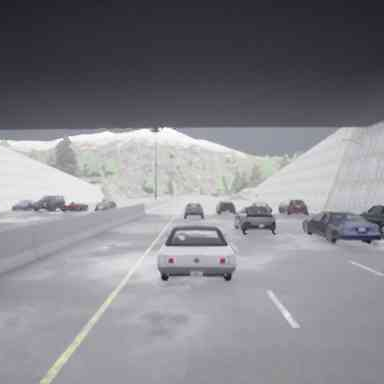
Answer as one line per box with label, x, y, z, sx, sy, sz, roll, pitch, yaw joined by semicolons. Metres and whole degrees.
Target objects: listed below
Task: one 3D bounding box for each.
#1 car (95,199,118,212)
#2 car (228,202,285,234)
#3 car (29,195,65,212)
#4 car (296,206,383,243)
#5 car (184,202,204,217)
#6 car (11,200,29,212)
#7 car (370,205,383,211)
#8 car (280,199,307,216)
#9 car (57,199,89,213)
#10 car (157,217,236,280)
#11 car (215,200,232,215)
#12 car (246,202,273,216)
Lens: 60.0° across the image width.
car;-10.474;1.677;40.898;2.128;1.511;4.902;0;0;0
car;3.644;1.592;19.774;2.128;1.511;4.902;0;0;0
car;-17.464;1.401;41.168;2.150;2.045;5.566;0;-1;0
car;7.135;1.636;16.450;2.033;1.411;5.357;0;0;0
car;0.185;1.702;31.911;2.033;1.411;5.357;0;0;0
car;-20.959;1.703;42.173;1.812;1.442;4.674;0;0;0
car;10.639;1.454;18.142;2.097;1.767;4.553;0;0;0
car;10.697;1.537;35.516;2.097;1.767;4.553;0;0;0
car;-13.980;1.776;39.823;1.895;1.301;4.718;0;0;0
car;0.117;1.650;10.040;1.895;1.301;4.718;0;0;0
car;3.703;1.688;36.938;1.837;1.490;4.892;0;0;0
car;7.198;1.784;35.915;1.895;1.301;4.718;0;0;0
